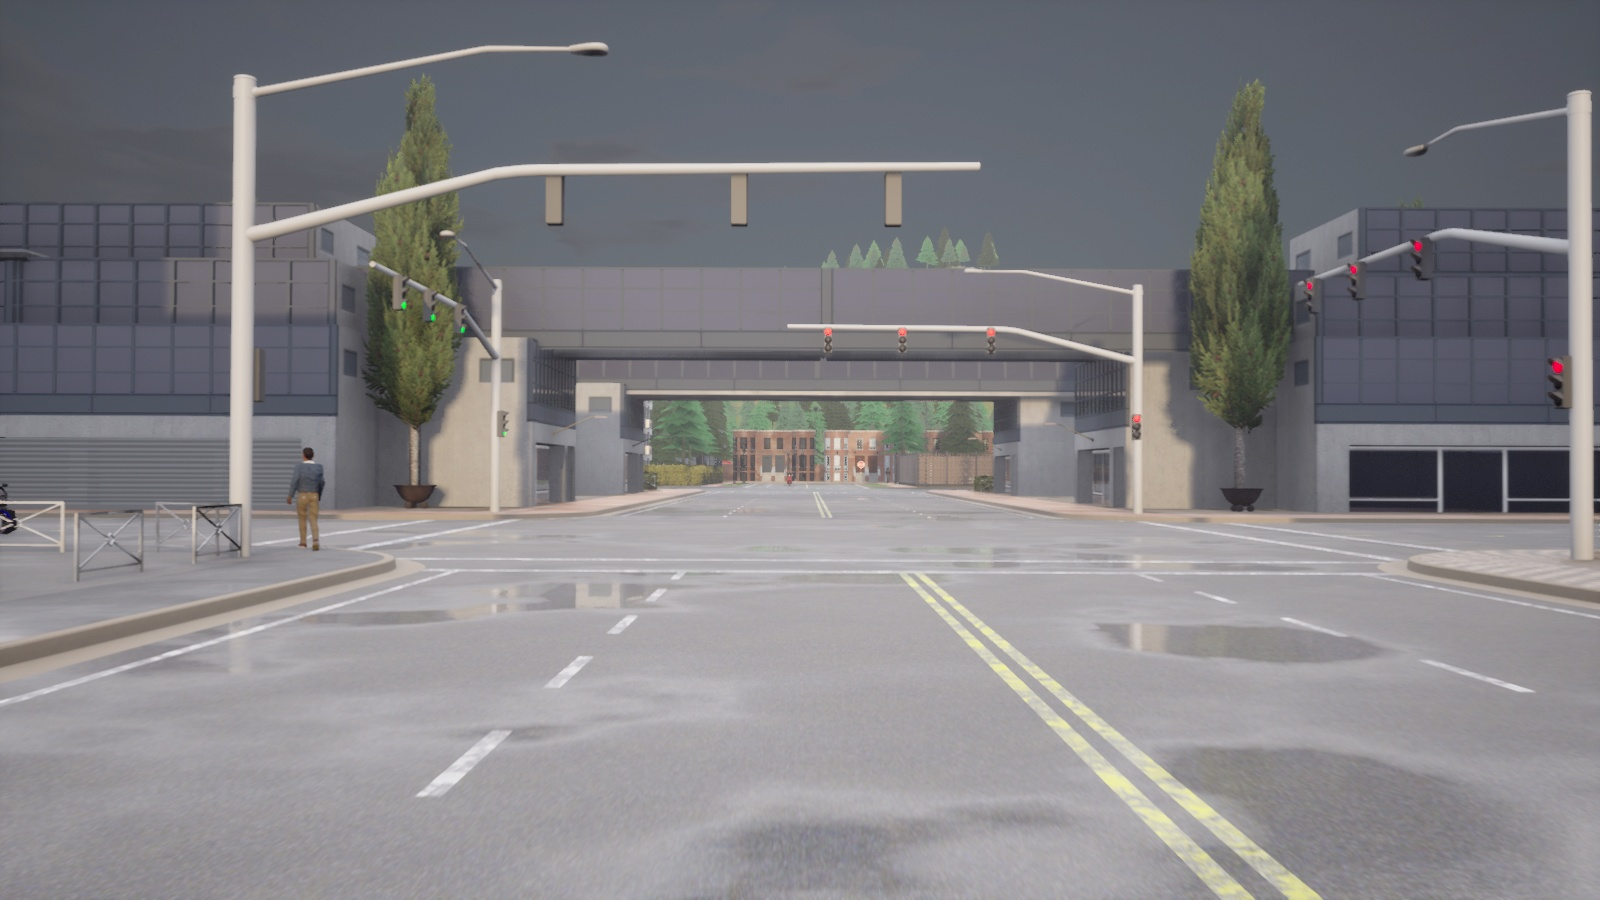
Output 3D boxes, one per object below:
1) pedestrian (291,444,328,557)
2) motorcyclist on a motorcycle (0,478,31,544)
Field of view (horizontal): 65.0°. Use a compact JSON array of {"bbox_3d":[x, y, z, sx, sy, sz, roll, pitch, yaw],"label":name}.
[{"bbox_3d":[-8.615,0.877,22.048,0.423,1.949,0.788,0,-1,-34],"label":"pedestrian"},{"bbox_3d":[-19.562,1.425,29.707,2.191,1.530,0.866,0,-1,1],"label":"motorcyclist on a motorcycle"}]
